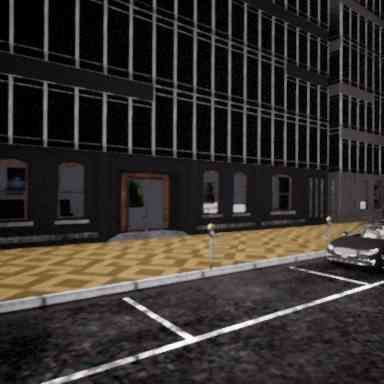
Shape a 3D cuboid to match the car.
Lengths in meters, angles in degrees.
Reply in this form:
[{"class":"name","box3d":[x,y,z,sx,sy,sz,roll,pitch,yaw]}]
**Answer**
[{"class":"car","box3d":[6.262,1.664,11.032,4.403,1.369,2.008,1,0,-36]}]
